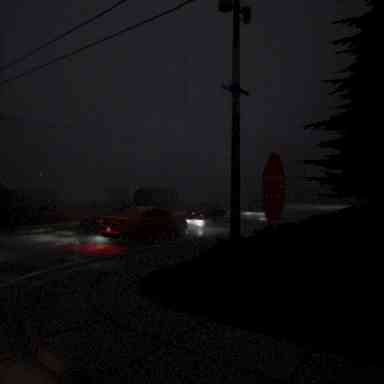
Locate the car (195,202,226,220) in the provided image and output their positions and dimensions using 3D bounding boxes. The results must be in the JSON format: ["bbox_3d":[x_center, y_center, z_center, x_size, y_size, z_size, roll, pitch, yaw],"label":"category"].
[{"bbox_3d":[1.184,1.509,27.966,1.994,1.385,4.181,0,0,32],"label":"car"}]

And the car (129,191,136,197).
[{"bbox_3d":[-15.289,0.778,87.438,3.866,1.878,1.905,-2,6,-11],"label":"car"}]

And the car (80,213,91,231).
[{"bbox_3d":[-4.201,1.426,19.566,1.882,1.535,5.008,0,0,33],"label":"car"}]

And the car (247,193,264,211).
[{"bbox_3d":[8.440,1.164,39.229,2.150,2.045,5.566,0,0,34],"label":"car"}]

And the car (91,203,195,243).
[{"bbox_3d":[-2.165,1.447,16.222,1.882,1.535,5.008,0,0,34],"label":"car"}]
